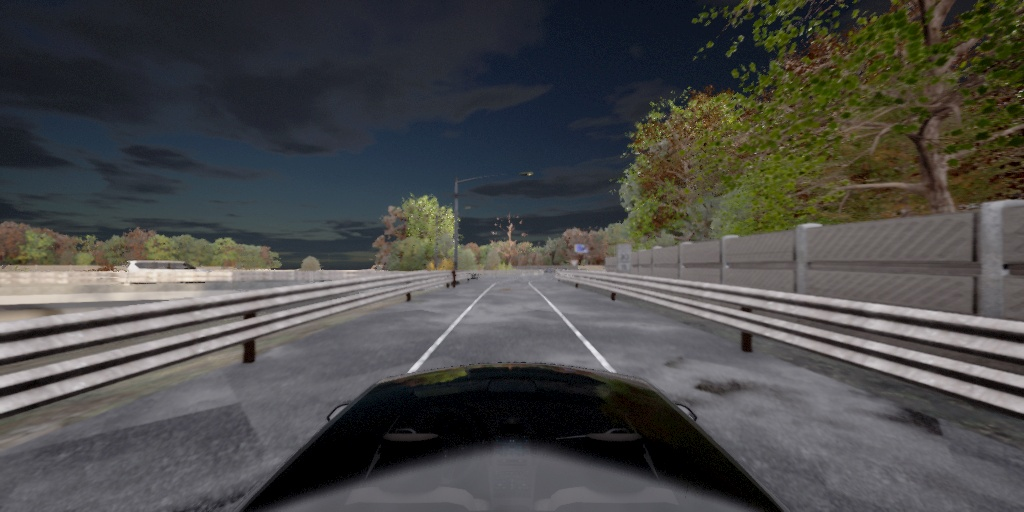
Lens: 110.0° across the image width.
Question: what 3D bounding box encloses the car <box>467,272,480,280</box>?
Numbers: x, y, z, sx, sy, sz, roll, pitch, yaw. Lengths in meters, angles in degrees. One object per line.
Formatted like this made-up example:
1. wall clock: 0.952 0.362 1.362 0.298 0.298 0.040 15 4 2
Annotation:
1. car: -6.102 2.513 46.513 1.994 1.385 4.181 -2 -3 41

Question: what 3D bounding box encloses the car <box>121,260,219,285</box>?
1. car: -26.254 1.395 27.827 5.566 2.045 2.150 2 -2 -36
